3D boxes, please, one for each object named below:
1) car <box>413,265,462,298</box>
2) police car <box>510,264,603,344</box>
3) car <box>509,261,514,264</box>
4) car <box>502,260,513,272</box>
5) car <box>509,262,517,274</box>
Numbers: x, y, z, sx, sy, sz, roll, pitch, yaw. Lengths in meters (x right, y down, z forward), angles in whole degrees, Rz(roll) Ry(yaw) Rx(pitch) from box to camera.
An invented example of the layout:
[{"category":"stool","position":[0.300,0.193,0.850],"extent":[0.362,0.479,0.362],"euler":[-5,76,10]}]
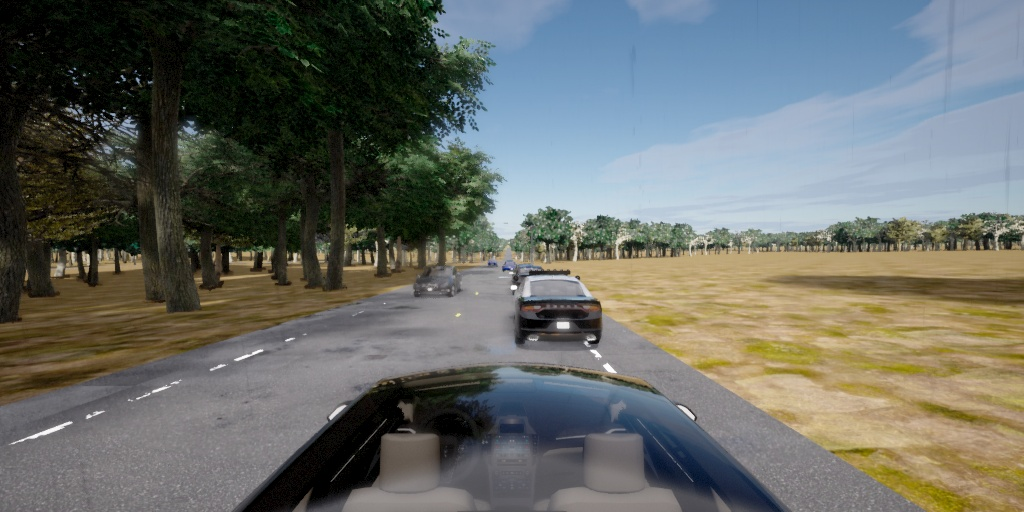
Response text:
[{"category":"car","position":[-3.710,1.255,18.537],"extent":[1.837,1.490,4.892],"euler":[0,0,0]},{"category":"police car","position":[0.998,1.173,9.701],"extent":[1.930,1.638,5.238],"euler":[0,0,0]},{"category":"car","position":[0.893,1.279,25.596],"extent":[1.812,1.442,4.674],"euler":[0,0,0]},{"category":"car","position":[-0.273,1.347,47.289],"extent":[1.994,1.385,4.181],"euler":[0,0,0]},{"category":"car","position":[0.932,1.256,19.593],"extent":[1.837,1.490,4.892],"euler":[0,0,0]}]
